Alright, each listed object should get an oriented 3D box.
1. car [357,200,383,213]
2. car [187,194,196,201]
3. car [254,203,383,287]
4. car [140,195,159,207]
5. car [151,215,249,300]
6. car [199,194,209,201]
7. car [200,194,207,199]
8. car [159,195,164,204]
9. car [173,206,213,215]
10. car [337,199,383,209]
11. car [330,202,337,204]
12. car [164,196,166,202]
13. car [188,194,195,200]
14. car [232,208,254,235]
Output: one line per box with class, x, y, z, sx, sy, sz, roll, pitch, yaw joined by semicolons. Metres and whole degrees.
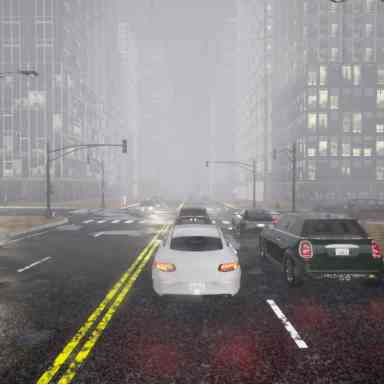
car;21.721;1.642;37.941;4.829;1.417;1.752;1;0;1
car;-0.189;1.418;80.393;1.837;1.490;4.892;0;0;0
car;3.329;1.348;9.504;2.097;1.767;4.553;0;0;0
car;-6.709;1.528;50.821;1.994;1.385;4.181;0;0;0
car;0.083;1.522;8.228;1.812;1.442;4.674;0;0;0
car;3.062;1.396;80.400;1.882;1.535;5.008;0;0;0
car;3.036;1.266;90.817;1.812;1.442;4.674;0;0;0
car;-6.712;1.430;61.146;1.882;1.535;5.008;0;0;1
car;0.059;1.495;17.477;1.837;1.490;4.892;0;0;0
car;16.132;1.519;29.641;5.009;1.841;2.192;1;0;1
car;15.072;1.702;35.427;4.718;1.301;1.895;0;1;0
car;-6.670;1.417;71.521;1.882;1.535;5.008;0;0;0
car;-0.214;1.220;90.810;1.882;1.535;5.008;0;0;0
car;3.307;1.555;17.890;1.994;1.385;4.181;0;0;0
